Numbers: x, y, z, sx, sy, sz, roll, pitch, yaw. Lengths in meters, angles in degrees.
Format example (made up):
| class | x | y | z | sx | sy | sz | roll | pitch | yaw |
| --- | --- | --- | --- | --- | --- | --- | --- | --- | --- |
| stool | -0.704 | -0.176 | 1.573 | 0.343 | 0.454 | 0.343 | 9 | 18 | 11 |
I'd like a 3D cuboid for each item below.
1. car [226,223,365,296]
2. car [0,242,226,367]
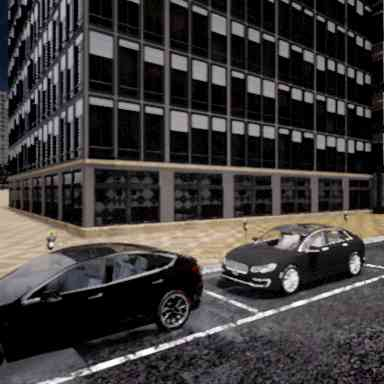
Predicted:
| class | x | y | z | sx | sy | sz | roll | pitch | yaw |
| --- | --- | --- | --- | --- | --- | --- | --- | --- | --- |
| car | 2.725 | 1.512 | 8.497 | 4.403 | 1.369 | 2.008 | 0 | 0 | -35 |
| car | -1.785 | 1.558 | 5.281 | 4.313 | 1.339 | 1.947 | 0 | 0 | -35 |
